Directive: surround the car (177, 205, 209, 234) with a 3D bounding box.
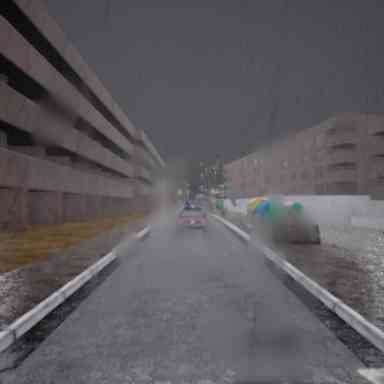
[{"bbox_3d":[0.072,1.707,20.071,2.033,1.411,5.357,0,-1,0],"label":"car"}]

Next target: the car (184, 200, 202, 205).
[{"bbox_3d":[0.115,2.034,42.534,2.150,2.045,5.566,0,-2,0],"label":"car"}]
